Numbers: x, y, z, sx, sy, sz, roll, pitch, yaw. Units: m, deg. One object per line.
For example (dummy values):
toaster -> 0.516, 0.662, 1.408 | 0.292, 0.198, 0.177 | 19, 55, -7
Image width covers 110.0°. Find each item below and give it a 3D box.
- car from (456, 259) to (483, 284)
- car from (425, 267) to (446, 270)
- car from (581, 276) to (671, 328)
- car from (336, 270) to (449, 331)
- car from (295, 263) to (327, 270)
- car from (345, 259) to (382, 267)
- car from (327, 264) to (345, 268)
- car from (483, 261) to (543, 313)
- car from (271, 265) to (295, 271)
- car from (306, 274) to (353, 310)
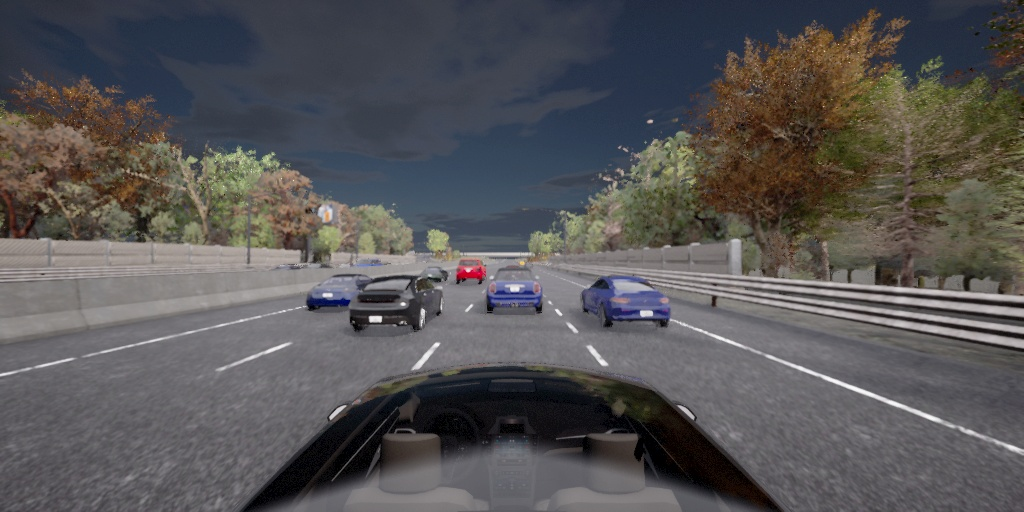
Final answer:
car -> -3.402, 1.268, 30.679 | 2.150, 2.045, 5.566 | 0, -1, 0
car -> -6.897, 1.625, 32.125 | 1.994, 1.385, 4.181 | 0, -1, 0
car -> 3.518, 1.362, 11.705 | 1.812, 1.442, 4.674 | 0, -1, 0
car -> -3.400, 1.351, 11.362 | 1.837, 1.490, 4.892 | 0, -1, 0
car -> -24.583, 1.676, 45.202 | 1.882, 1.535, 5.008 | 0, 0, 0
car -> -17.591, 1.400, 43.515 | 2.150, 2.045, 5.566 | 0, 0, 0
car -> -21.085, 1.729, 45.592 | 1.812, 1.442, 4.674 | 0, -1, 0
car -> 0.098, 1.235, 14.957 | 2.097, 1.767, 4.553 | 0, -1, 0
car -> -28.079, 1.758, 44.708 | 1.994, 1.385, 4.181 | 0, -1, 0
car -> -6.897, 1.452, 15.411 | 1.994, 1.385, 4.181 | 0, -1, 0
